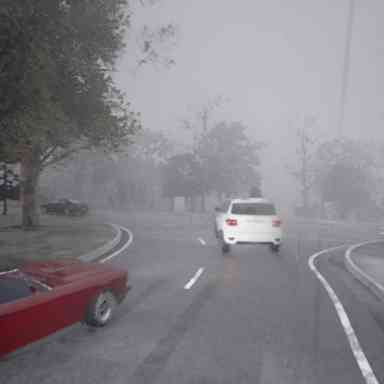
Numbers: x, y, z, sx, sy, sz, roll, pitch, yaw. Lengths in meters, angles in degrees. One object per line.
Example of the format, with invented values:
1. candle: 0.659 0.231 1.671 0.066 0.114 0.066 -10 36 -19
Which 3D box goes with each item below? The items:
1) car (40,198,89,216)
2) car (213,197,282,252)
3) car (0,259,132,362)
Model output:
1. car: -11.664 1.325 30.324 5.008 1.535 1.882 1 -1 29
2. car: 2.197 1.241 14.163 2.150 2.045 5.566 1 0 0
3. car: -2.936 1.563 4.539 1.895 1.301 4.718 1 0 28
